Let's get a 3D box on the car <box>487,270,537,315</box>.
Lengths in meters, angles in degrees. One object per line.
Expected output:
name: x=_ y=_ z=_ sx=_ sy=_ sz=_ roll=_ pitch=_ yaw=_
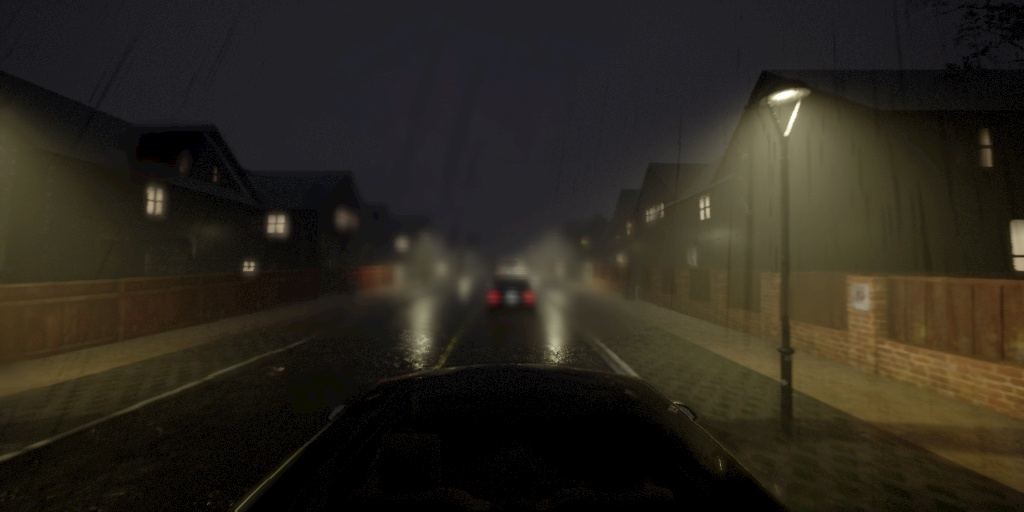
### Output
car: x=0.002 y=1.453 z=14.418 sx=2.033 sy=1.411 sz=5.357 roll=0 pitch=-1 yaw=0

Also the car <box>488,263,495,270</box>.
car: x=-2.835 y=1.902 z=60.540 sx=2.097 sy=1.767 sz=4.553 roll=0 pitch=-1 yaw=0

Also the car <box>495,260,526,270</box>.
car: x=-0.003 y=1.326 z=29.444 sx=2.150 sy=2.045 sz=5.566 roll=0 pitch=0 yaw=0
